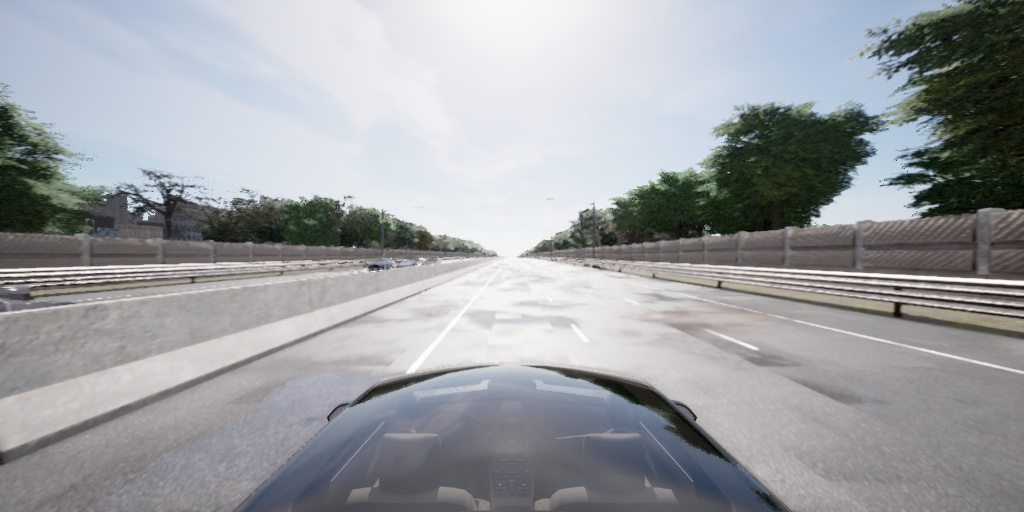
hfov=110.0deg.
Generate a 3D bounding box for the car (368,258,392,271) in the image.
[{"bbox_3d":[-17.567,1.016,48.161,2.097,1.767,4.553,0,0,0],"label":"car"}]

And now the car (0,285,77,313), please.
[{"bbox_3d":[-10.601,1.296,5.680,2.033,1.411,5.357,0,0,0],"label":"car"}]

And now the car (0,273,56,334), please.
[{"bbox_3d":[-14.094,1.240,7.801,2.128,1.511,4.902,0,0,0],"label":"car"}]

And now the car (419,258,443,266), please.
[{"bbox_3d":[-10.571,1.017,48.174,2.097,1.767,4.553,0,0,0],"label":"car"}]

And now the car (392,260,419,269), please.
[{"bbox_3d":[-14.059,1.210,48.906,2.033,1.411,5.357,0,0,1],"label":"car"}]
